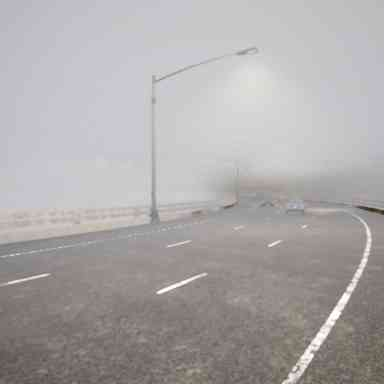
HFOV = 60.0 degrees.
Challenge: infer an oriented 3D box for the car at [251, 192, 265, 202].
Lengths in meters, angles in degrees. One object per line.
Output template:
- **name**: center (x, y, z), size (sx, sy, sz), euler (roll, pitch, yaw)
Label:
- **car**: center (13.198, 0.990, 66.443), size (2.150, 2.045, 5.566), euler (0, -1, 0)

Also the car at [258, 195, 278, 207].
- **car**: center (10.710, 1.439, 47.061), size (1.895, 1.301, 4.718), euler (0, 0, 13)

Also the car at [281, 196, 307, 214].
- **car**: center (10.425, 1.431, 33.304), size (2.033, 1.411, 5.357), euler (0, 0, 19)

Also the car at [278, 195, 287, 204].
- **car**: center (16.148, 1.286, 59.152), size (2.128, 1.511, 4.902), euler (0, 0, 6)
